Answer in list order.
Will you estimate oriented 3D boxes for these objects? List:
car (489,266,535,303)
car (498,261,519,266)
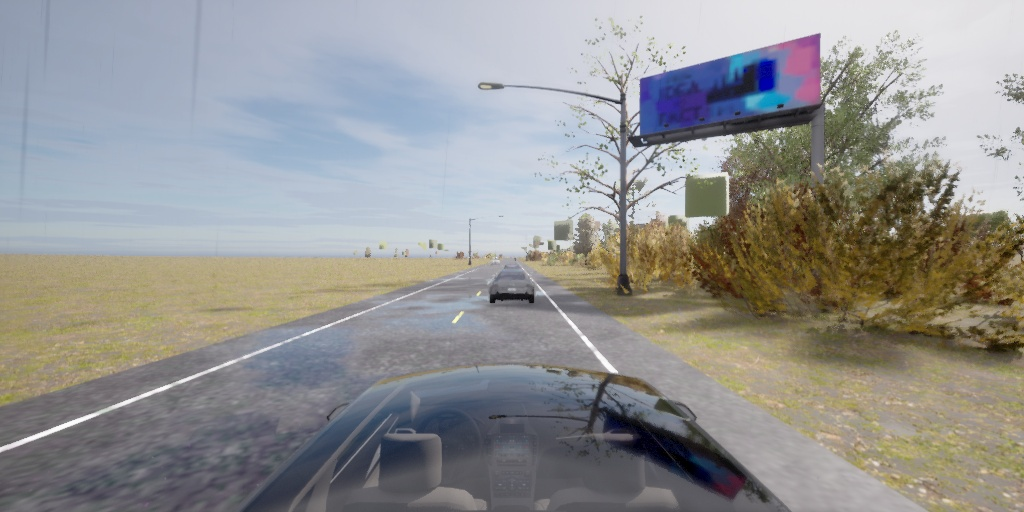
[{"bbox_3d":[0.000,1.322,16.500,1.994,1.385,4.181,0,0,0],"label":"car"},{"bbox_3d":[0.000,1.322,31.500,1.994,1.385,4.181,0,0,0],"label":"car"}]
